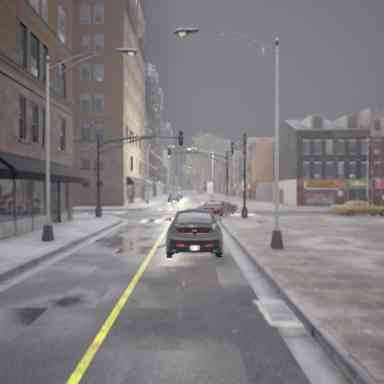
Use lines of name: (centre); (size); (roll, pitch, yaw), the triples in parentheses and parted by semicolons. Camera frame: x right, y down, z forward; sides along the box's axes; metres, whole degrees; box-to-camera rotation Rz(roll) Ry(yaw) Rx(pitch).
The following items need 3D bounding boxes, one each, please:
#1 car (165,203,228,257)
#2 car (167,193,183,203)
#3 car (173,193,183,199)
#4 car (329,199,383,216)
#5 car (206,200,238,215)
car: (0.075, 1.374, 12.311); (1.837, 1.490, 4.892); (0, 1, 0)
car: (-2.925, 0.892, 53.220); (1.837, 1.490, 4.892); (0, 0, 0)
car: (-2.882, 0.806, 68.402); (1.895, 1.301, 4.718); (0, 1, 0)
car: (13.837, 1.296, 27.303); (4.829, 1.417, 1.752); (0, 0, 0)
car: (2.260, 1.298, 27.316); (1.895, 1.301, 4.718); (0, 1, 25)
